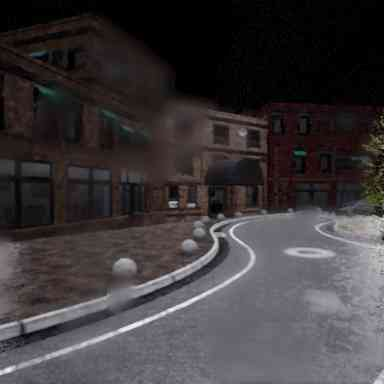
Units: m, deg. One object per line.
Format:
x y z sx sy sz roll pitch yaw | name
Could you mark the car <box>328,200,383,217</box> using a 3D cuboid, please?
15.022 1.455 29.721 5.357 1.411 2.033 0 0 -12 | car
